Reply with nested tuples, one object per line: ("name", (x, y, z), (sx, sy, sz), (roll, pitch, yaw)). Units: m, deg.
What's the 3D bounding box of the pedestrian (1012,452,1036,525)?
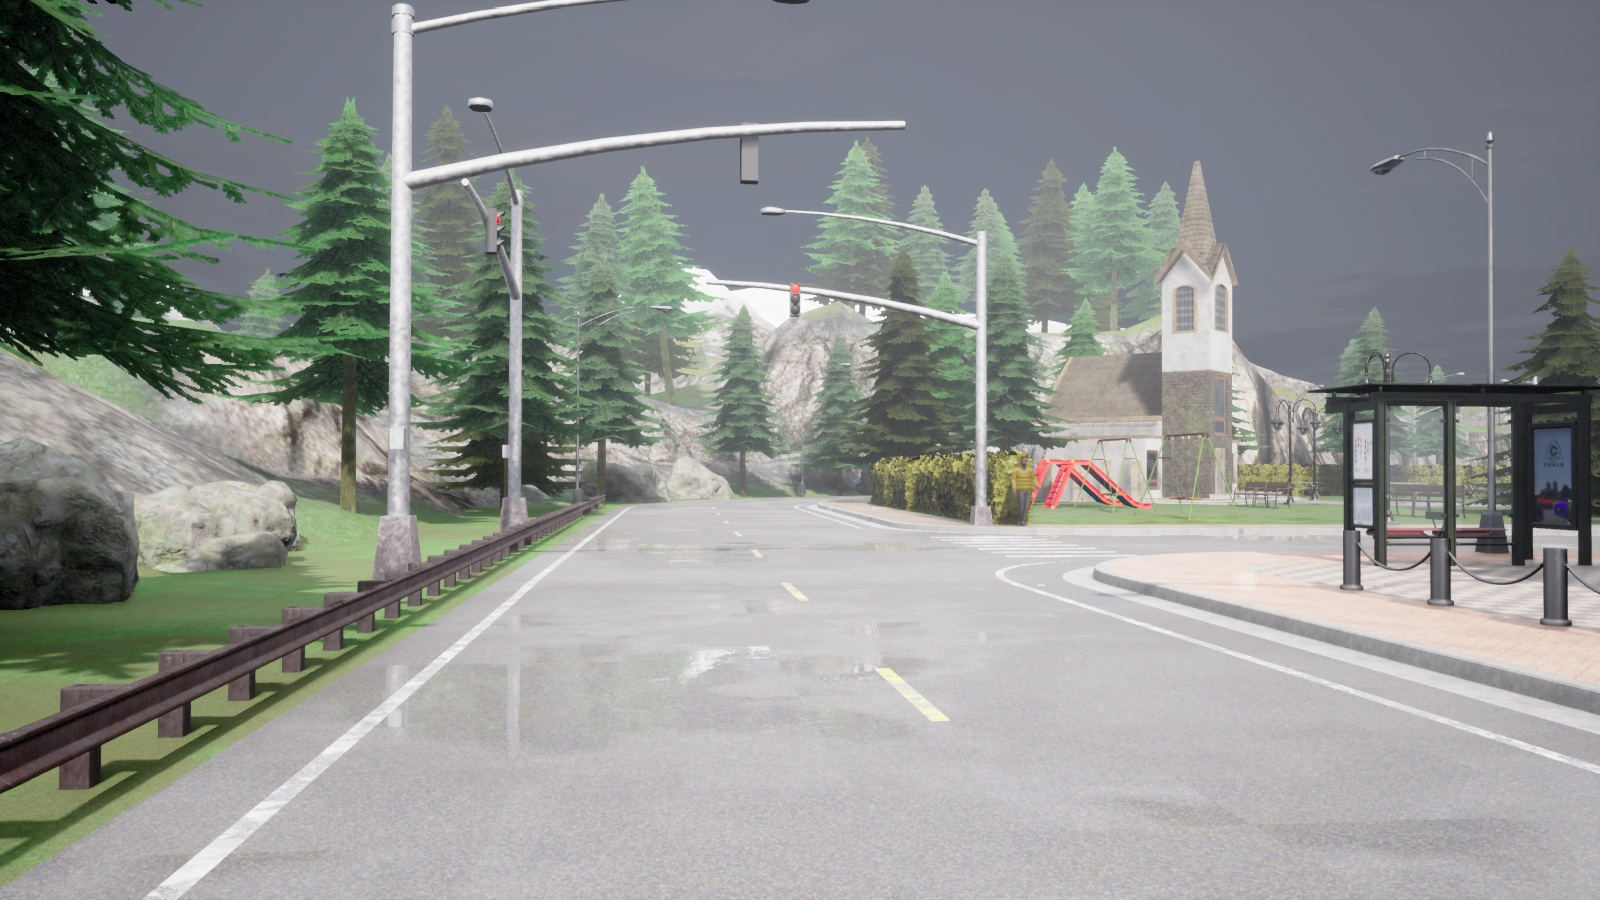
("pedestrian", (5.714, 0.974, 32.049), (0.431, 1.840, 0.709), (0, -1, -4))
